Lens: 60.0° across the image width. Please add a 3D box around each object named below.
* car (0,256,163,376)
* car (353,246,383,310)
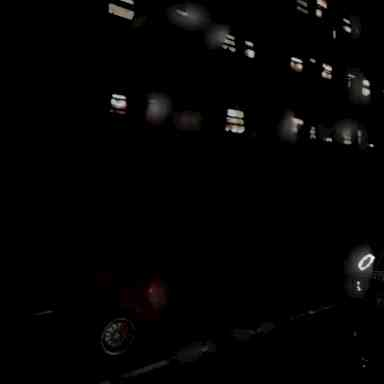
[{"bbox_3d":[-2.388,1.583,4.405,4.206,1.307,1.802,0,-1,-35],"label":"car"},{"bbox_3d":[5.341,1.356,6.865,4.553,1.767,2.097,0,0,-35],"label":"car"}]
